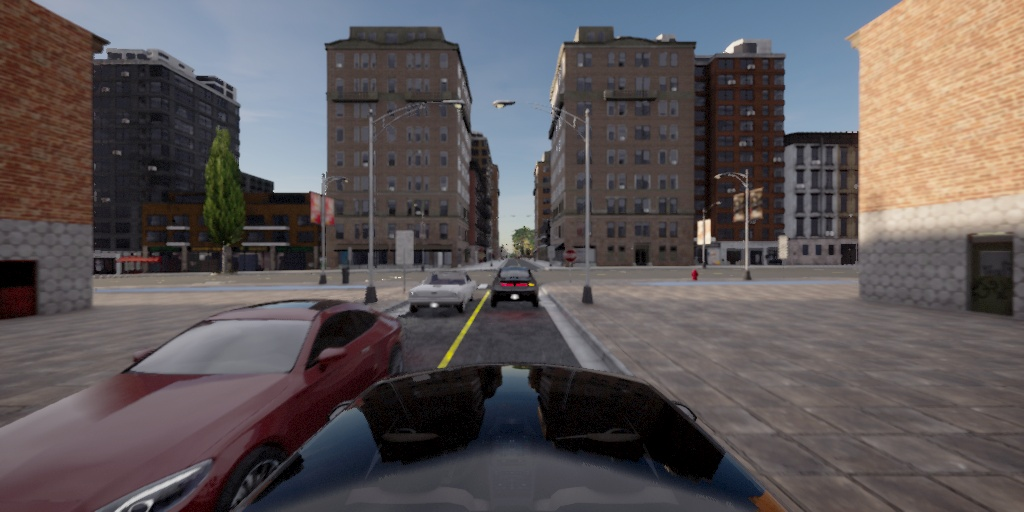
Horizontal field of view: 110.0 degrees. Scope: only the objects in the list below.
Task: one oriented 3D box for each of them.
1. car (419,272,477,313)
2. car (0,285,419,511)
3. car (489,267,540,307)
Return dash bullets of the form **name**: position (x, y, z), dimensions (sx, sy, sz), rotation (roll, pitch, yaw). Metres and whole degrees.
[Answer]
- **car**: position (-2.536, 1.300, 13.968), dimensions (1.895, 1.301, 4.718), rotation (0, 0, 1)
- **car**: position (-2.586, 1.266, 3.939), dimensions (1.812, 1.442, 4.674), rotation (0, 0, 0)
- **car**: position (0.110, 1.199, 15.195), dimensions (1.837, 1.490, 4.892), rotation (0, 0, 0)
